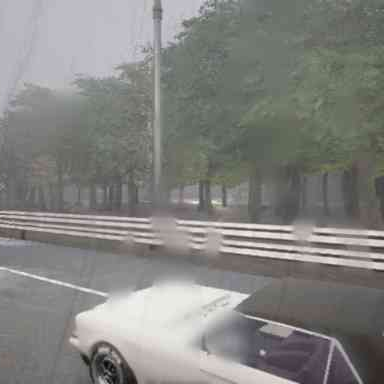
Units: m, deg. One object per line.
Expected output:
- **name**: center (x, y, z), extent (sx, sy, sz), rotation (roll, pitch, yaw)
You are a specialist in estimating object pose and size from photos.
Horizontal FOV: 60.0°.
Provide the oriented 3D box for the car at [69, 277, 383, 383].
- **car**: center (0.867, 1.608, 3.373), extent (4.718, 1.301, 1.895), rotation (-1, 0, 36)
